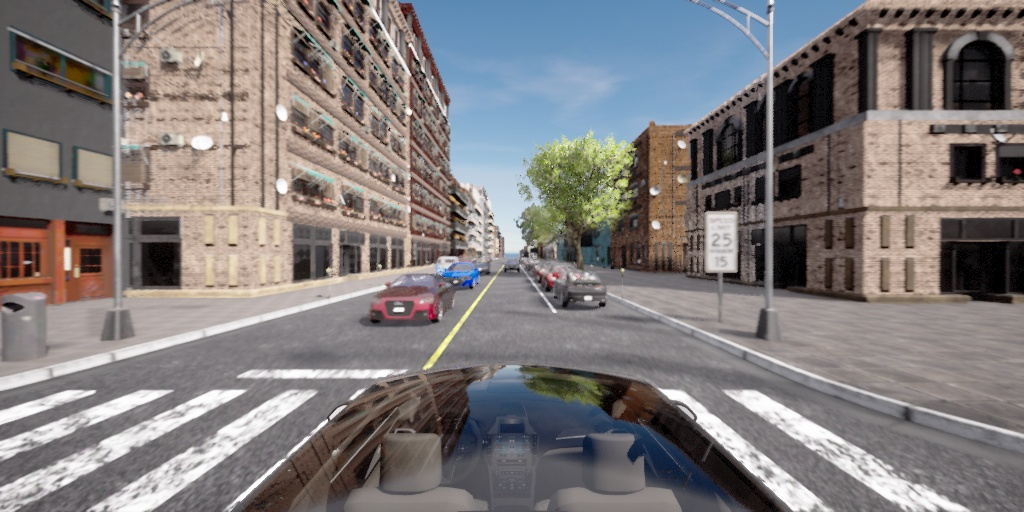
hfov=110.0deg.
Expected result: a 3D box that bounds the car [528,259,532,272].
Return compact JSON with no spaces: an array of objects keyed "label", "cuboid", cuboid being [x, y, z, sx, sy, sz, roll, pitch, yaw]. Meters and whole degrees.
[{"label":"car","cuboid":[2.684,1.201,31.930,1.802,1.307,4.207,0,0,0]}]

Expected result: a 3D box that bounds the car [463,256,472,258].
[{"label":"car","cuboid":[-5.699,0.891,43.322,2.192,1.841,5.009,0,0,0]}]

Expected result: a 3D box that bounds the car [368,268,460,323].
[{"label":"car","cuboid":[-3.084,1.268,11.780,1.994,1.385,4.181,0,0,0]}]

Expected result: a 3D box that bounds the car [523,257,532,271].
[{"label":"car","cuboid":[2.682,1.127,43.322,2.007,1.370,4.403,0,0,0]}]

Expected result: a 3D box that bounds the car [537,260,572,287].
[{"label":"car","cuboid":[2.687,1.107,20.536,1.967,1.591,4.097,0,0,0]}]

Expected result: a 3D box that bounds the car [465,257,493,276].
[{"label":"car","cuboid":[-3.066,1.097,35.232,2.128,1.511,4.902,0,0,0]}]

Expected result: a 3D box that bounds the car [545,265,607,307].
[{"label":"car","cuboid":[2.688,1.242,14.839,2.007,1.370,4.403,0,0,0]}]

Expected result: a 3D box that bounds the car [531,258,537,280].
[{"label":"car","cuboid":[2.686,1.083,26.232,1.967,1.591,4.097,0,0,0]}]

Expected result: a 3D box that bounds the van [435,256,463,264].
[{"label":"van","cuboid":[-5.696,0.960,31.929,1.690,1.789,3.998,0,0,0]}]

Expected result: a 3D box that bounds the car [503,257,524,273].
[{"label":"car","cuboid":[-0.008,1.131,41.188,2.033,1.411,5.357,0,0,0]}]

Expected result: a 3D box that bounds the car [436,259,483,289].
[{"label":"car","cuboid":[-3.086,1.137,22.223,1.882,1.535,5.008,0,0,0]}]
